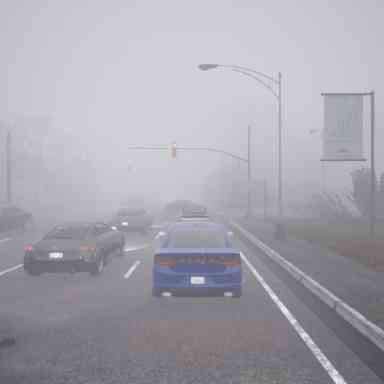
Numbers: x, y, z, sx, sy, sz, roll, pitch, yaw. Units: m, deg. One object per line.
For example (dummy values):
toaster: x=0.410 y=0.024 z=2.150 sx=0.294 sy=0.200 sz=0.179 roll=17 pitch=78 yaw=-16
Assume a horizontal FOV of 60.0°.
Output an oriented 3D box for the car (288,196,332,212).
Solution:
car: x=14.071 y=1.478 z=38.306 sx=5.008 sy=1.535 sz=1.882 roll=0 pitch=0 yaw=3

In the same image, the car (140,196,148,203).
car: x=-10.429 y=1.564 z=64.788 sx=1.994 sy=1.385 sz=4.181 roll=0 pitch=0 yaw=2

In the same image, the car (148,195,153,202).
car: x=-10.389 y=1.524 z=74.392 sx=1.812 sy=1.442 sz=4.674 roll=0 pitch=0 yaw=0

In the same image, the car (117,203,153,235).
car: x=-3.373 y=1.564 z=18.768 sx=1.994 sy=1.385 sz=4.181 roll=0 pitch=0 yaw=0

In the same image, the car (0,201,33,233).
car: x=-10.481 y=1.477 z=17.912 sx=1.882 sy=1.535 sz=5.008 roll=0 pitch=0 yaw=1

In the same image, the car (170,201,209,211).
car: x=0.127 y=1.491 z=18.110 sx=2.128 sy=1.511 sz=4.902 roll=0 pitch=0 yaw=0

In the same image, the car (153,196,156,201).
car: x=-10.374 y=1.549 z=84.418 sx=1.994 sy=1.385 sz=4.181 roll=0 pitch=0 yaw=0

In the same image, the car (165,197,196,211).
car: x=-0.521 y=1.525 z=35.447 sx=4.674 sy=1.442 sz=1.812 roll=0 pitch=0 yaw=3

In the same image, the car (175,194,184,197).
car: x=-3.372 y=1.349 z=85.969 sx=2.097 sy=1.767 sz=4.553 roll=0 pitch=0 yaw=0

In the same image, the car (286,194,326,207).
car: x=14.784 y=1.221 z=41.791 sx=5.566 sy=2.045 sz=2.150 roll=0 pitch=0 yaw=2

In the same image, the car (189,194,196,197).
car: x=0.127 y=1.533 z=85.577 sx=2.033 sy=1.411 sz=5.357 roll=0 pitch=0 yaw=0

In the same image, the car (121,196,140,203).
car: x=-10.503 y=1.491 z=55.436 sx=2.128 sy=1.511 sz=4.902 roll=0 pitch=0 yaw=0

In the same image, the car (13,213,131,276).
car: x=-3.395 y=1.564 z=10.385 sx=1.994 sy=1.385 sz=4.181 roll=0 pitch=0 yaw=1

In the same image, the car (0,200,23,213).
car: x=-21.166 y=1.564 z=36.643 sx=4.181 sy=1.385 sz=1.994 roll=0 pitch=0 yaw=3

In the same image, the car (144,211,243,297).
car: x=0.112 y=1.478 z=8.611 sx=1.882 sy=1.535 sz=5.008 roll=0 pitch=0 yaw=0
